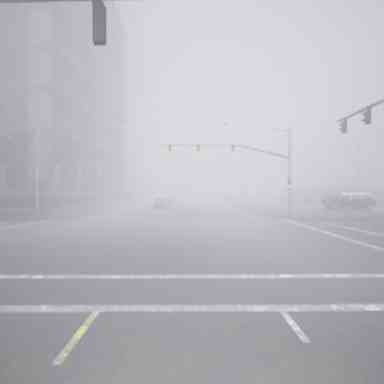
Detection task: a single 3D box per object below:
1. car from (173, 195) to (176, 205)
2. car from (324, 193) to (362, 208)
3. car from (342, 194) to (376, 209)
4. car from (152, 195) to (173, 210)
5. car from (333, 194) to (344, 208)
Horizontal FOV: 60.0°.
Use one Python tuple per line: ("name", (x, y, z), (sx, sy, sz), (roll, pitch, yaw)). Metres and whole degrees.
("car", (-3.884, 1.356, 58.335), (2.097, 1.767, 4.553), (0, 0, 1))
("car", (24.947, 1.195, 54.992), (4.605, 1.855, 1.932), (0, 0, 0))
("car", (24.958, 1.437, 49.414), (3.806, 1.475, 1.970), (0, 0, 0))
("car", (-3.921, 1.356, 42.825), (2.097, 1.767, 4.553), (0, 0, 0))
("car", (24.979, 1.406, 52.309), (3.905, 1.438, 1.784), (0, 0, 0))
